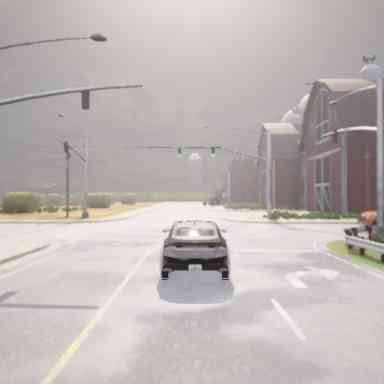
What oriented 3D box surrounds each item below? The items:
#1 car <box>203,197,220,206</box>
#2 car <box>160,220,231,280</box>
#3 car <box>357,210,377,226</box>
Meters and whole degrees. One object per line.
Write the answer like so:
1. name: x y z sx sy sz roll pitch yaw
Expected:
1. car: 4.151 1.980 70.375 1.905 1.878 3.866 -7 2 -42
2. car: 0.083 1.616 10.370 2.128 1.511 4.902 0 -1 0
3. car: 14.550 1.667 24.197 4.553 1.767 2.097 0 -1 1
